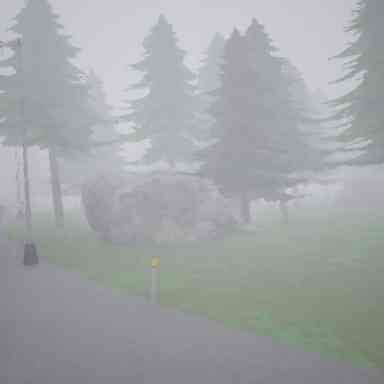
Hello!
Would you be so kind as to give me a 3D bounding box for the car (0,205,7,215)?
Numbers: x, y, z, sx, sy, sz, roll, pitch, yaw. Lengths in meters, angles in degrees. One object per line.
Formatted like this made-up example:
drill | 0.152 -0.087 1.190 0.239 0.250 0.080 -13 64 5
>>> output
car | -21.833 1.887 36.110 2.128 1.511 4.902 -5 0 -9
